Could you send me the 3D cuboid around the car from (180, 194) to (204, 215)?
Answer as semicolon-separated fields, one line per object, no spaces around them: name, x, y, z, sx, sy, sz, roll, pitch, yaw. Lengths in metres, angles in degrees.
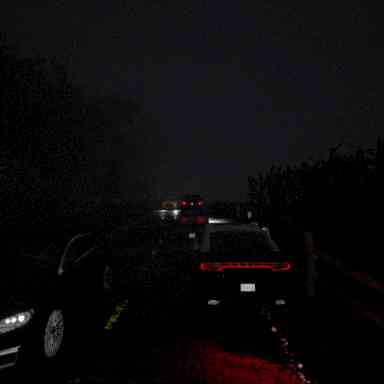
car;0.011;1.216;33.869;2.150;2.045;5.566;0;0;0

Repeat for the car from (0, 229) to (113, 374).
car;-2.761;1.489;5.970;2.128;1.511;4.902;0;0;0

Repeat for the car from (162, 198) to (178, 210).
car;-2.817;1.471;43.602;1.882;1.535;5.008;0;0;0

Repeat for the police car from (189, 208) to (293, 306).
police car;0.949;1.423;8.251;1.930;1.638;5.238;0;0;0
